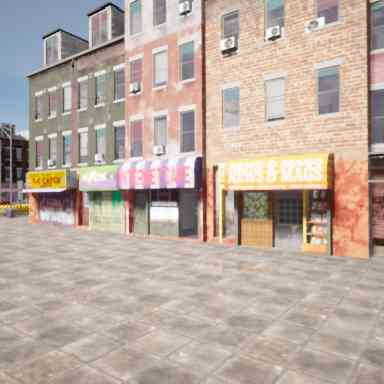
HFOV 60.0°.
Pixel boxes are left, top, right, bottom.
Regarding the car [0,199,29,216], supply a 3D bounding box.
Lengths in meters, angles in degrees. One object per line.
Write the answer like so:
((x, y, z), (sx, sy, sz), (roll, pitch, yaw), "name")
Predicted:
((-16.737, 1.475, 32.768), (1.882, 1.535, 5.008), (-1, 0, 36), "car")
